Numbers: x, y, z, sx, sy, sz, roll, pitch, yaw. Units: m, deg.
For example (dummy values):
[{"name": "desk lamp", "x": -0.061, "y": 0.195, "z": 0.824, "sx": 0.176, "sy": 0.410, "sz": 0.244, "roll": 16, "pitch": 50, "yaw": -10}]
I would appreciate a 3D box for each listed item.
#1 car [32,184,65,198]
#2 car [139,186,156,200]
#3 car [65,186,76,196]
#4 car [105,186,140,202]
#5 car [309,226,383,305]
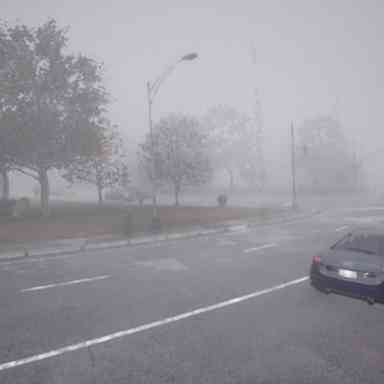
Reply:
[{"name": "car", "x": -24.393, "y": -0.268, "z": 55.742, "sx": 5.566, "sy": 2.045, "sz": 2.150, "roll": 2, "pitch": 4, "yaw": 32}, {"name": "car", "x": -8.037, "y": 0.111, "z": 49.380, "sx": 5.566, "sy": 2.045, "sz": 2.150, "roll": 2, "pitch": 4, "yaw": 33}, {"name": "car", "x": -22.573, "y": -0.317, "z": 58.735, "sx": 4.553, "sy": 1.767, "sz": 2.097, "roll": 2, "pitch": 4, "yaw": 32}, {"name": "car", "x": -9.931, "y": 0.427, "z": 46.455, "sx": 4.553, "sy": 1.767, "sz": 2.097, "roll": 2, "pitch": 4, "yaw": 33}, {"name": "car", "x": 4.486, "y": 1.467, "z": 7.535, "sx": 4.181, "sy": 1.385, "sz": 1.994, "roll": -2, "pitch": 1, "yaw": -39}]
